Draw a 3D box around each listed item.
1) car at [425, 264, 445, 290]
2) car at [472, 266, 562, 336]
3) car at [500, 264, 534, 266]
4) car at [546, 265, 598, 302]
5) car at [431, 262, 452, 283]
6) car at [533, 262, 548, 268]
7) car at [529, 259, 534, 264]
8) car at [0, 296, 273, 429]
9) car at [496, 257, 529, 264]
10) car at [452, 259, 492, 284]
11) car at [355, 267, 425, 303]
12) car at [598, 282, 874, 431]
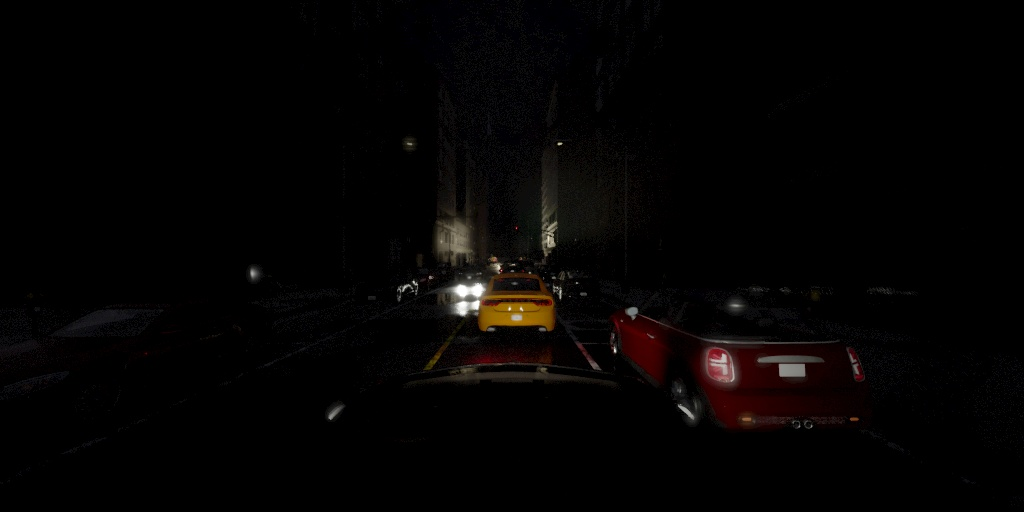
[{"bbox_3d":[-5.630,1.333,22.119,1.802,1.307,4.207,0,0,0],"label":"car"},{"bbox_3d":[0.114,1.228,10.487,1.882,1.535,5.008,0,0,0],"label":"car"},{"bbox_3d":[0.135,1.315,19.475,1.994,1.385,4.181,0,0,0],"label":"car"},{"bbox_3d":[2.885,1.301,16.601,2.007,1.370,4.403,0,0,0],"label":"car"},{"bbox_3d":[-5.619,1.192,27.621,1.967,1.591,4.097,0,0,0],"label":"car"},{"bbox_3d":[2.907,1.318,27.604,1.948,1.339,4.313,0,0,0],"label":"car"},{"bbox_3d":[3.013,1.231,64.693,1.967,1.591,4.097,0,0,0],"label":"car"},{"bbox_3d":[-5.661,1.332,5.616,1.802,1.307,4.207,0,0,0],"label":"car"},{"bbox_3d":[0.081,1.105,28.207,2.097,1.767,4.553,0,0,1],"label":"car"},{"bbox_3d":[-2.962,1.245,27.491,2.128,1.511,4.902,0,0,1],"label":"car"},{"bbox_3d":[-5.640,1.316,16.618,1.948,1.339,4.313,0,0,0],"label":"car"},{"bbox_3d":[2.864,1.190,5.599,1.967,1.591,4.097,0,0,0],"label":"car"}]
